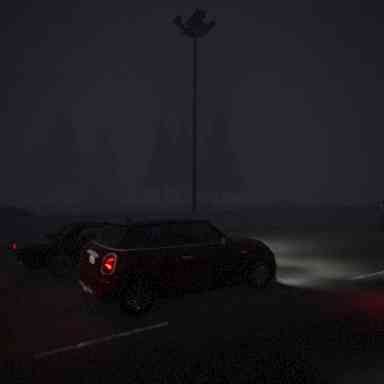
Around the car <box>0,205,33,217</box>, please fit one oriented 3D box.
[{"bbox_3d":[-10.953,1.436,17.534,4.902,1.511,2.128,0,0,-34],"label":"car"}]

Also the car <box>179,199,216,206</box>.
[{"bbox_3d":[0.604,1.508,36.649,4.181,1.385,1.994,0,0,-27],"label":"car"}]

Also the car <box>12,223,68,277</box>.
[{"bbox_3d":[-2.774,1.577,10.192,4.718,1.301,1.895,0,0,-34],"label":"car"}]

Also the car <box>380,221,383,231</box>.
[{"bbox_3d":[6.935,1.482,7.995,5.008,1.535,1.882,0,0,-31],"label":"car"}]

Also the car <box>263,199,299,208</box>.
[{"bbox_3d":[9.947,1.531,37.298,4.181,1.385,1.994,0,0,-24],"label":"car"}]

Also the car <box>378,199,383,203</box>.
[{"bbox_3d":[22.963,1.523,38.784,4.674,1.442,1.812,0,0,-20],"label":"car"}]

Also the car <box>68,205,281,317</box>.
[{"bbox_3d":[-0.180,1.339,7.666,4.553,1.767,2.097,0,0,-33],"label":"car"}]

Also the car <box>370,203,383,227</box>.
[{"bbox_3d":[12.648,1.527,19.036,4.674,1.442,1.812,0,0,-27],"label":"car"}]
